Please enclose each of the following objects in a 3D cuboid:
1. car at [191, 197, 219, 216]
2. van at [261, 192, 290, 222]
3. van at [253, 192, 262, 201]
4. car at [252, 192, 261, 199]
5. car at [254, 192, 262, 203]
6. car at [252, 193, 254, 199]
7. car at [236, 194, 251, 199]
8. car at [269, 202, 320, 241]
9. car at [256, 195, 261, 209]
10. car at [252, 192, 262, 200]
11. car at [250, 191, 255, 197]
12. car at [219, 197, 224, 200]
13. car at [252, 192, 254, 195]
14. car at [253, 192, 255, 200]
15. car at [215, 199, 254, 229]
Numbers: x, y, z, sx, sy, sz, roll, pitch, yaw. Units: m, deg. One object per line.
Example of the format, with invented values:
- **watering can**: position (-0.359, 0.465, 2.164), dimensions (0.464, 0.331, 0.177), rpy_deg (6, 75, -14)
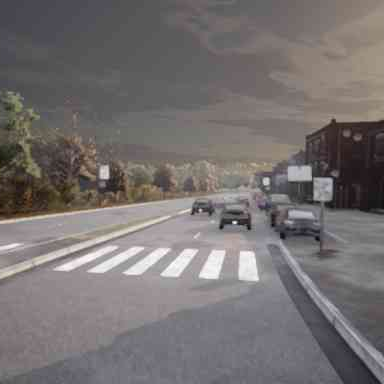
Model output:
- **car**: position (1.118, 1.330, 30.987), dimensions (1.837, 1.490, 4.892), rpy_deg (1, 0, 9)
- **van**: position (7.025, 1.177, 27.654), dimensions (1.878, 1.987, 4.442), rpy_deg (1, 0, 9)
- **van**: position (15.191, 0.957, 76.832), dimensions (1.878, 1.987, 4.442), rpy_deg (1, 0, 9)
- **car**: position (16.975, 1.009, 87.588), dimensions (2.185, 1.767, 4.553), rpy_deg (1, 0, 9)
- **car**: position (9.734, 1.204, 43.984), dimensions (2.185, 1.767, 4.553), rpy_deg (1, 0, 9)
- **car**: position (11.548, 1.282, 54.911), dimensions (2.231, 1.521, 4.892), rpy_deg (1, 0, 9)
- **car**: position (6.871, 1.327, 46.078), dimensions (1.812, 1.442, 4.674), rpy_deg (1, 0, 9)
- **car**: position (5.220, 1.493, 16.695), dimensions (2.002, 1.452, 4.674), rpy_deg (2, 1, 9)
- **car**: position (8.812, 1.395, 38.439), dimensions (2.002, 1.452, 4.674), rpy_deg (1, 0, 9)
- **car**: position (16.071, 1.034, 82.138), dimensions (2.185, 1.767, 4.553), rpy_deg (1, 0, 9)
- **car**: position (13.346, 0.982, 65.720), dimensions (2.435, 2.045, 5.566), rpy_deg (1, 0, 9)
- **car**: position (3.765, 1.357, 46.971), dimensions (1.895, 1.301, 4.718), rpy_deg (1, 0, 9)
- **car**: position (12.453, 1.257, 60.362), dimensions (2.097, 1.535, 5.008), rpy_deg (1, 0, 9)
- **car**: position (10.640, 1.180, 49.435), dimensions (2.185, 1.767, 4.553), rpy_deg (1, 0, 9)
- **car**: position (2.750, 1.421, 20.841), dimensions (1.837, 1.490, 4.892), rpy_deg (1, 1, 9)
